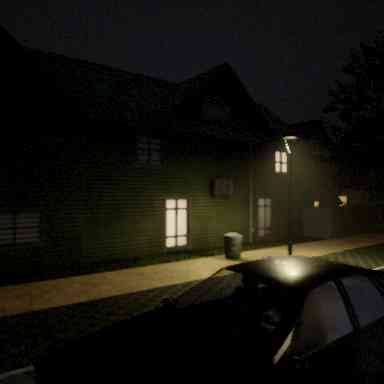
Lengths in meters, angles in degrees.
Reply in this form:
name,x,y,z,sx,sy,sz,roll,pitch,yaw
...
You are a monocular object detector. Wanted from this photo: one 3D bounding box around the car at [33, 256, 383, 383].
name,x,y,z,sx,sy,sz,roll,pitch,yaw
car,1.075,1.563,3.913,5.357,1.411,2.033,0,0,-37
